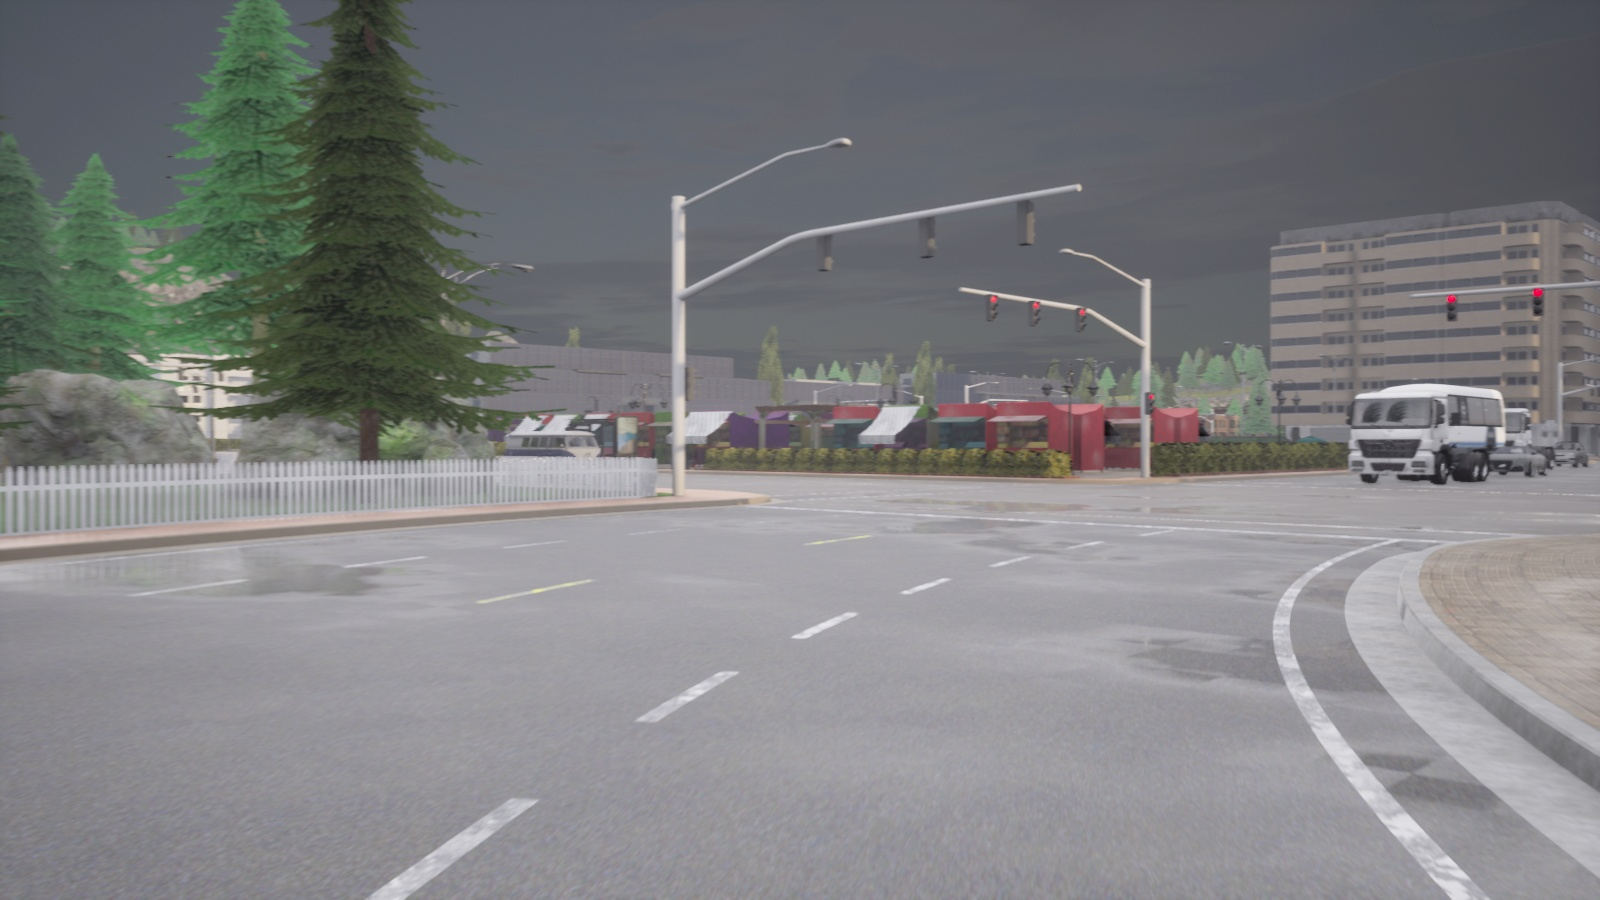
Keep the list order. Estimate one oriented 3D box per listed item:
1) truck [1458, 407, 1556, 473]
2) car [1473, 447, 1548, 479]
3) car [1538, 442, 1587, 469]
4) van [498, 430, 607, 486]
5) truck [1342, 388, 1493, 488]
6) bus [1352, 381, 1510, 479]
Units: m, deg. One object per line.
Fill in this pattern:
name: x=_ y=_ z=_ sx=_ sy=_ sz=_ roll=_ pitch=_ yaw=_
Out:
truck: x=38.973 y=-0.545 z=69.079 sx=2.891 sy=3.462 sz=7.936 roll=0 pitch=0 yaw=43
car: x=32.061 y=0.557 z=56.605 sx=1.994 sy=1.385 sz=4.181 roll=0 pitch=0 yaw=43
car: x=47.470 y=0.302 z=78.145 sx=1.851 sy=1.617 sz=3.988 roll=0 pitch=0 yaw=43
van: x=-9.315 y=0.269 z=47.006 sx=4.442 sy=1.987 sz=1.775 roll=0 pitch=0 yaw=44
truck: x=23.418 y=-0.455 z=47.378 sx=2.891 sy=3.462 sz=7.936 roll=0 pitch=1 yaw=43
bus: x=30.139 y=-0.905 z=59.672 sx=3.944 sy=4.253 sz=10.273 roll=0 pitch=0 yaw=43
